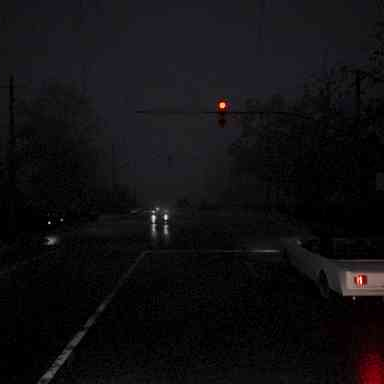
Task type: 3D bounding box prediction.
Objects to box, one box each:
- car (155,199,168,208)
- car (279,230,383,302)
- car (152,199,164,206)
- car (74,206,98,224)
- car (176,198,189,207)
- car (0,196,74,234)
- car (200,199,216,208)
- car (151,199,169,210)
[{"bbox_3d":[-4.838,1.771,52.702,1.994,1.385,4.181,0,-1,-7],"label":"car"},{"bbox_3d":[3.589,1.601,8.196,1.895,1.301,4.718,0,0,0],"label":"car"},{"bbox_3d":[-6.721,2.047,65.521,1.994,1.385,4.181,0,-1,-11],"label":"car"},{"bbox_3d":[-9.326,1.502,23.859,5.008,1.535,1.882,-1,0,-12],"label":"car"},{"bbox_3d":[-1.657,1.778,57.307,2.128,1.511,4.902,0,-1,-7],"label":"car"},{"bbox_3d":[-10.135,1.252,19.198,5.566,2.045,2.150,0,-1,6],"label":"car"},{"bbox_3d":[2.477,1.736,52.376,2.033,1.411,5.357,0,-1,-6],"label":"car"},{"bbox_3d":[-4.075,1.596,42.810,1.812,1.442,4.674,0,-1,-3],"label":"car"}]
